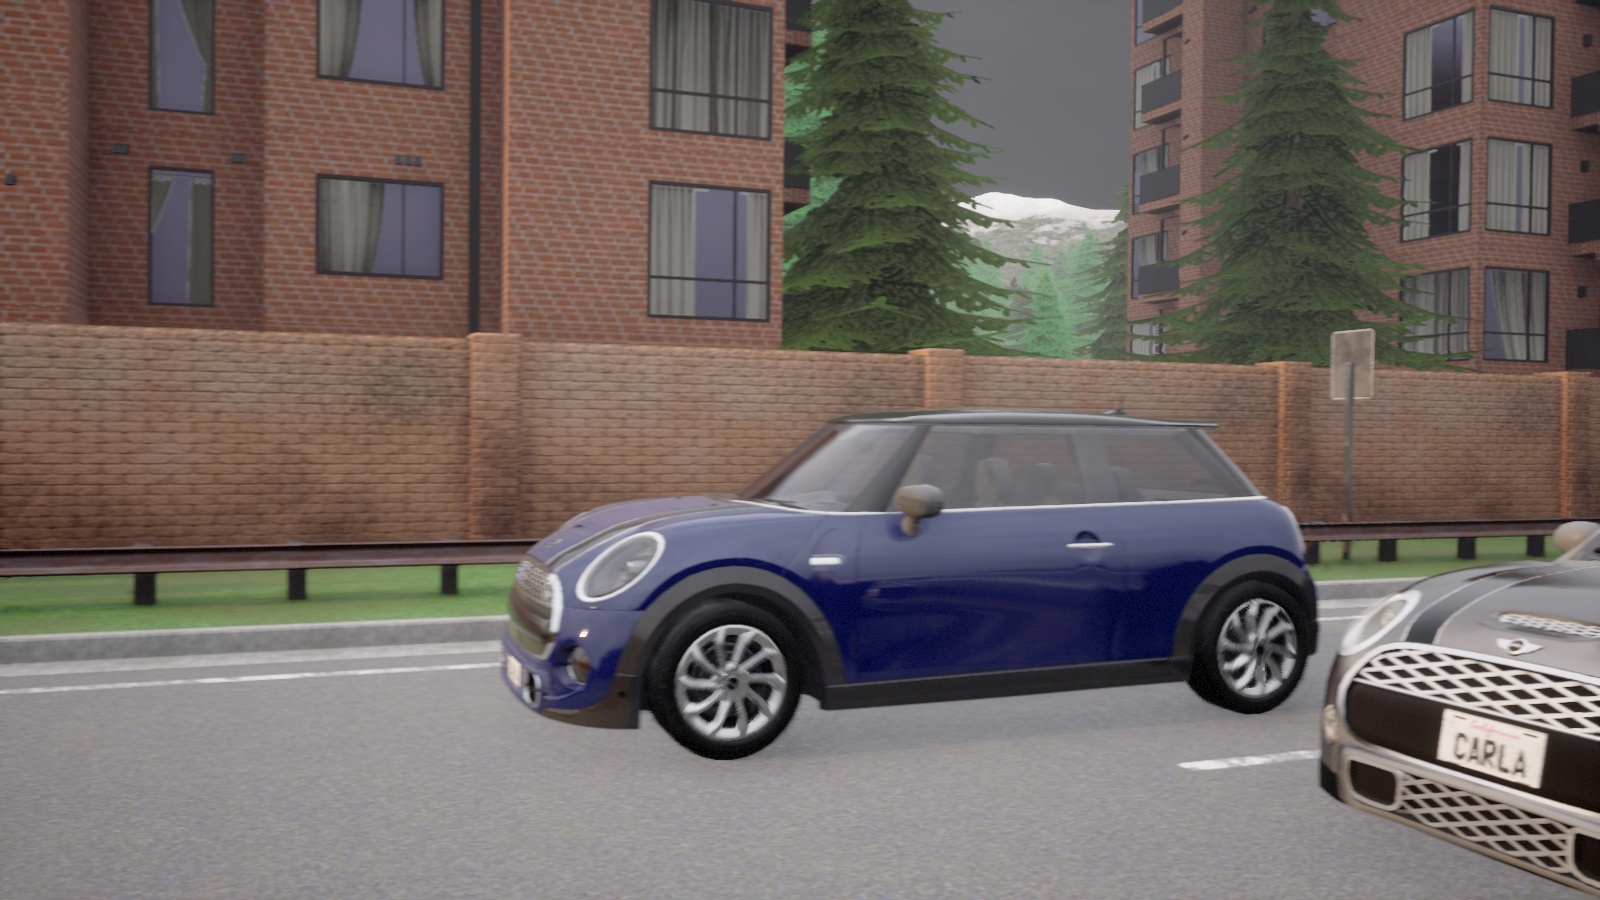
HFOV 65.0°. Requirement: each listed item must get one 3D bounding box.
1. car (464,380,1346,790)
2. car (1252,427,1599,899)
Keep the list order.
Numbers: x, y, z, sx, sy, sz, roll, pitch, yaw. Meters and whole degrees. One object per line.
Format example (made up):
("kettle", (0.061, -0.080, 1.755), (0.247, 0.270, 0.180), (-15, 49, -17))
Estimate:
("car", (0.547, 0.533, 7.189), (4.553, 1.767, 2.097), (-1, 1, -21))
("car", (3.922, 0.644, 4.728), (3.806, 1.475, 1.970), (-1, 1, -21))
